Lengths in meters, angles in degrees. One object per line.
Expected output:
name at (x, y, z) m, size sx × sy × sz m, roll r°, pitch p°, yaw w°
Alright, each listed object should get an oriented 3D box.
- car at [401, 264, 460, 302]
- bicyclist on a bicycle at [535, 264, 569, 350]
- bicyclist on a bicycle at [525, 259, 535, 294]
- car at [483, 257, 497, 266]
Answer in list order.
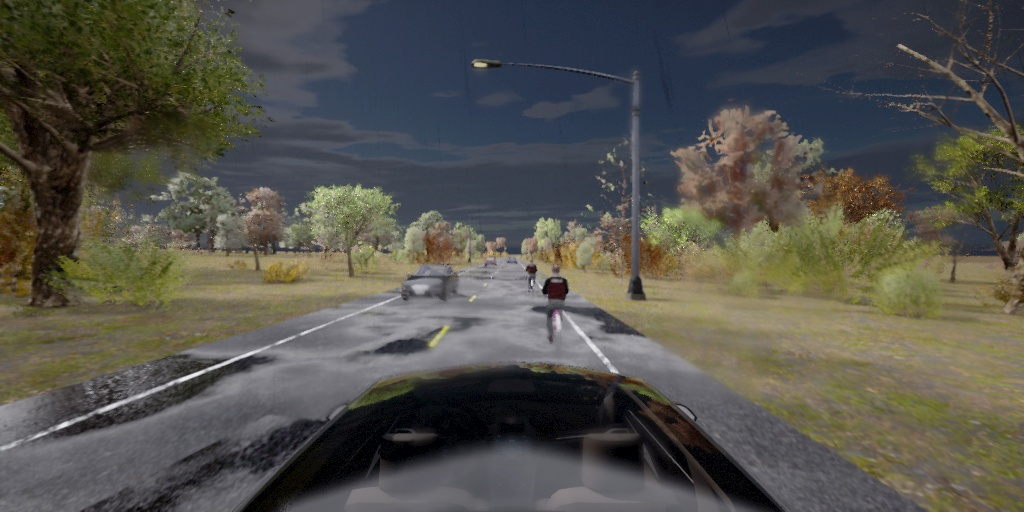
car at (-3.593, 1.145, 16.482) m, size 2.128 × 1.511 × 4.902 m, roll 0°, pitch 0°, yaw 0°
bicyclist on a bicycle at (0.964, 1.078, 8.063) m, size 0.659 × 1.776 × 1.843 m, roll 0°, pitch 1°, yaw 0°
bicyclist on a bicycle at (0.965, 1.016, 17.804) m, size 0.659 × 1.776 × 1.843 m, roll 0°, pitch 1°, yaw 0°
car at (-3.548, 0.940, 58.770) m, size 1.812 × 1.442 × 4.674 m, roll 0°, pitch 0°, yaw 0°
